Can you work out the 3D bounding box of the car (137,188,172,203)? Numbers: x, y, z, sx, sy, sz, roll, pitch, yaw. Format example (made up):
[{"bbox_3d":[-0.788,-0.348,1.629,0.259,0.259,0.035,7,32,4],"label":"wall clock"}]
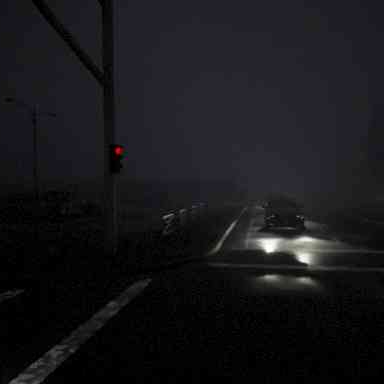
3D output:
[{"bbox_3d":[-4.942,0.465,42.417,3.866,1.878,1.905,-1,1,11],"label":"car"}]

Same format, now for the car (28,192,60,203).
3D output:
[{"bbox_3d":[-21.538,0.767,48.540,3.905,1.438,1.784,-1,1,11],"label":"car"}]

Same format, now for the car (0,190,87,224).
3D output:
[{"bbox_3d":[-9.206,0.901,20.311,4.605,1.855,1.932,-1,1,11],"label":"car"}]

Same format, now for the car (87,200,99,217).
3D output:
[{"bbox_3d":[-8.607,0.847,23.142,3.866,1.878,1.905,-1,1,11],"label":"car"}]

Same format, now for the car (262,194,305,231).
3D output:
[{"bbox_3d":[4.852,1.097,17.937,1.882,1.535,5.008,0,1,12],"label":"car"}]

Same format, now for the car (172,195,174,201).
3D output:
[{"bbox_3d":[-4.382,0.647,45.262,3.806,1.475,1.970,-1,1,11],"label":"car"}]

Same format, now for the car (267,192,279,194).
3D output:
[{"bbox_3d":[6.846,0.923,27.278,2.128,1.511,4.902,0,1,13],"label":"car"}]

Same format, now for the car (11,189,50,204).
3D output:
[{"bbox_3d":[-22.150,0.613,45.705,4.605,1.855,1.932,-1,1,11],"label":"car"}]

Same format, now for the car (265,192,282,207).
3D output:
[{"bbox_3d":[9.066,0.757,37.143,1.812,1.442,4.674,0,1,13],"label":"car"}]
